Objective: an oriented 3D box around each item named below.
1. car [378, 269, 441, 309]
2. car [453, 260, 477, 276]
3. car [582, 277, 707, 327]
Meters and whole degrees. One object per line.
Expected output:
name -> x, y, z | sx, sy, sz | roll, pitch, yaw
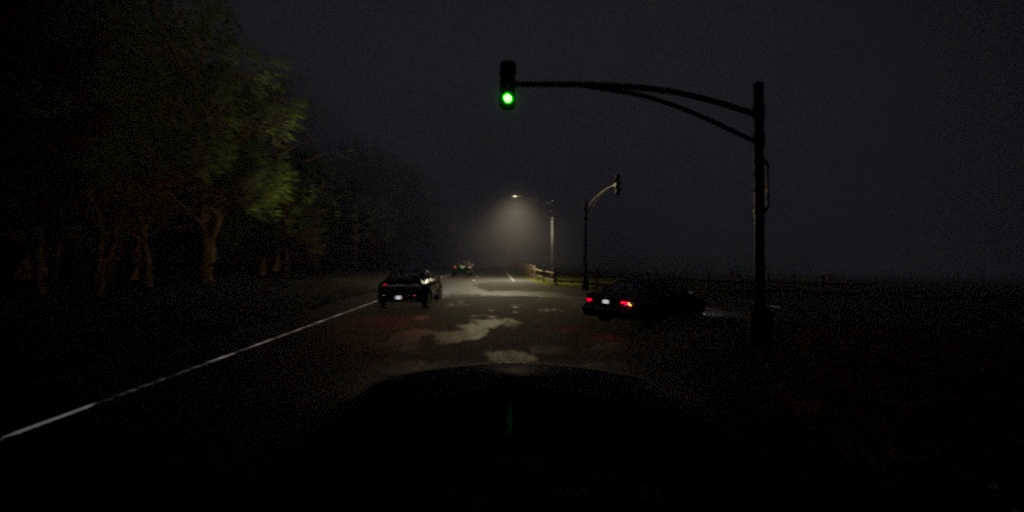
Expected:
car -> -4.174, 1.283, 15.227 | 2.128, 1.511, 4.902 | 1, 0, -3
car -> -5.450, 1.288, 40.626 | 2.097, 1.767, 4.553 | 1, 0, -3
car -> 4.603, 1.428, 12.023 | 5.357, 1.411, 2.033 | 2, -2, -41
